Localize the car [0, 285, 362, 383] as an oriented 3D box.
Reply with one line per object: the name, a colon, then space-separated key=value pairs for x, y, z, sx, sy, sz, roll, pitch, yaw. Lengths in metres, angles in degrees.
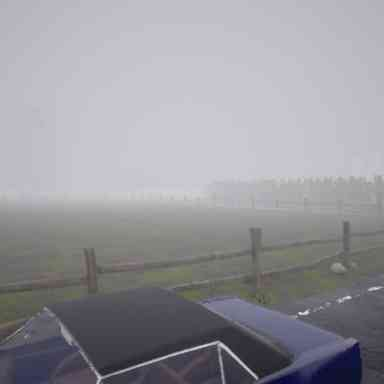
car: x=-0.799 y=1.599 z=2.500 sx=4.718 sy=1.301 sz=1.895 roll=0 pitch=0 yaw=-36
